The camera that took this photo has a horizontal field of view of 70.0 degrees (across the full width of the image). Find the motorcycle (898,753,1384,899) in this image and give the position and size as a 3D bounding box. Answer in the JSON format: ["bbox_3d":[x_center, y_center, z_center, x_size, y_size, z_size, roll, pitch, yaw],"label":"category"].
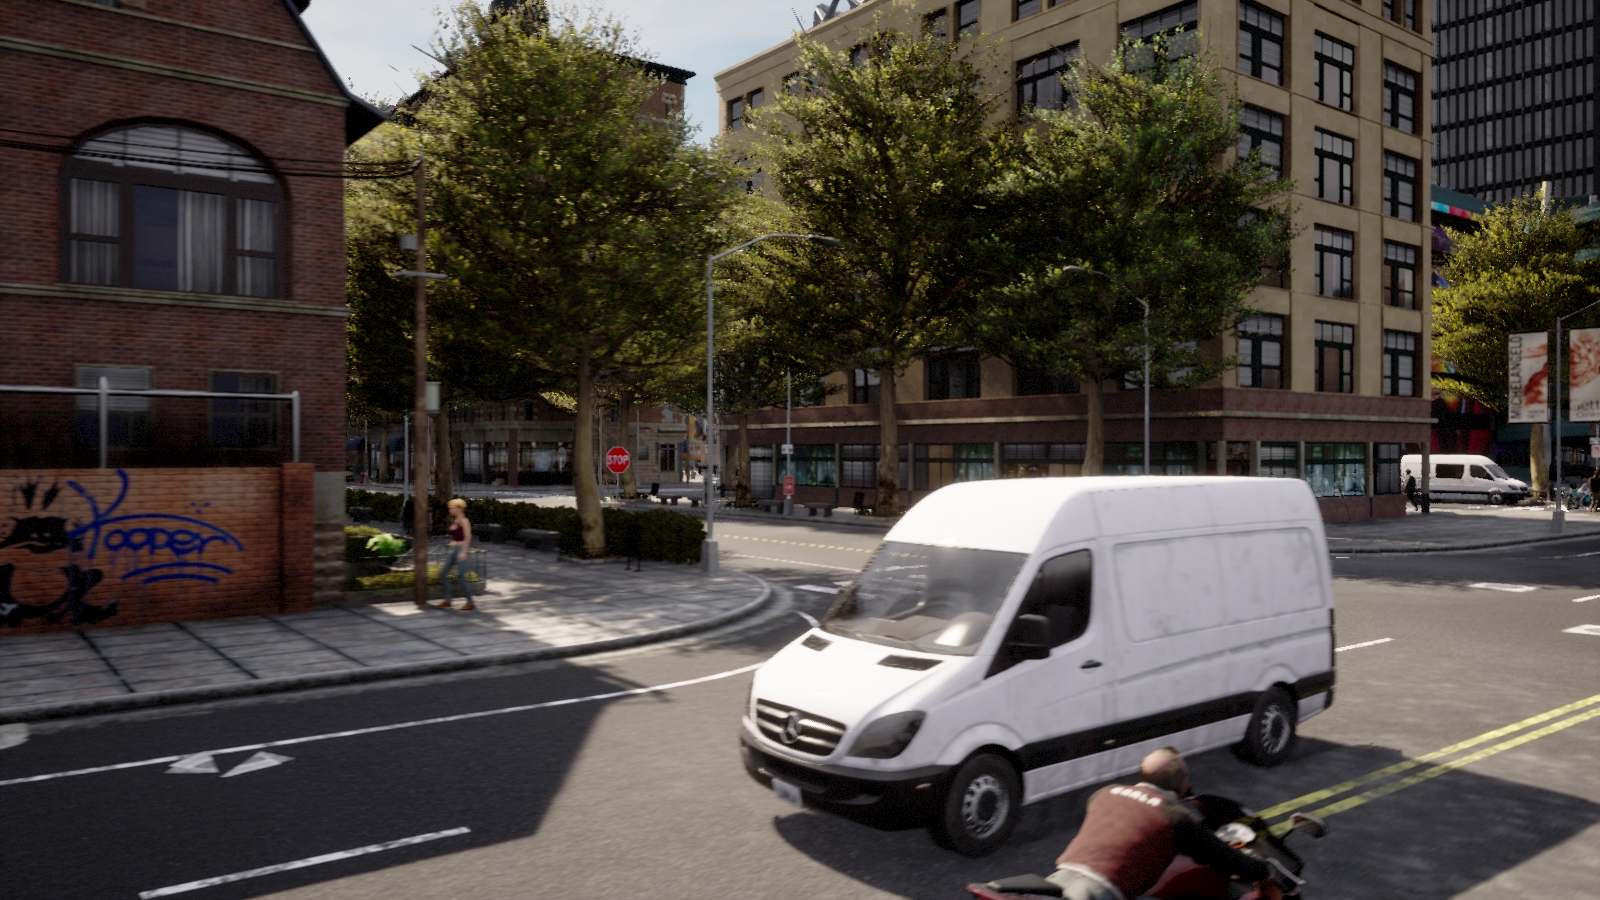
[{"bbox_3d":[1.544,2.206,4.951,2.209,1.251,0.867,0,0,-37],"label":"motorcycle"}]

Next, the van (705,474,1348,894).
[{"bbox_3d":[2.226,1.535,9.816,5.915,2.561,1.988,0,0,-37],"label":"van"}]

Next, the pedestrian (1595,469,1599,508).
[{"bbox_3d":[38.700,1.852,55.229,0.375,1.860,0.375,0,0,-42],"label":"pedestrian"}]

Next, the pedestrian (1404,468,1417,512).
[{"bbox_3d":[26.177,1.700,48.992,0.375,1.860,0.375,0,0,-39],"label":"pedestrian"}]

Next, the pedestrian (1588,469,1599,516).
[{"bbox_3d":[31.829,1.699,45.703,0.375,1.860,0.375,0,0,0],"label":"pedestrian"}]

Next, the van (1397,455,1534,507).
[{"bbox_3d":[34.748,1.539,59.846,1.988,2.561,5.915,0,0,-37],"label":"van"}]

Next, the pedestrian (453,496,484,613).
[{"bbox_3d":[-5.426,1.699,18.702,0.375,1.860,0.375,0,0,-38],"label":"pedestrian"}]

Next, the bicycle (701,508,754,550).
[{"bbox_3d":[-2.100,2.262,33.047,0.859,1.080,1.487,0,1,-37],"label":"bicycle"}]

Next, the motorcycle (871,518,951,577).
[{"bbox_3d":[2.536,2.216,26.308,0.803,1.145,2.033,-1,1,-29],"label":"motorcycle"}]

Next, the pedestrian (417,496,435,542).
[{"bbox_3d":[-10.770,1.984,32.884,0.375,1.300,0.375,0,0,-38],"label":"pedestrian"}]
